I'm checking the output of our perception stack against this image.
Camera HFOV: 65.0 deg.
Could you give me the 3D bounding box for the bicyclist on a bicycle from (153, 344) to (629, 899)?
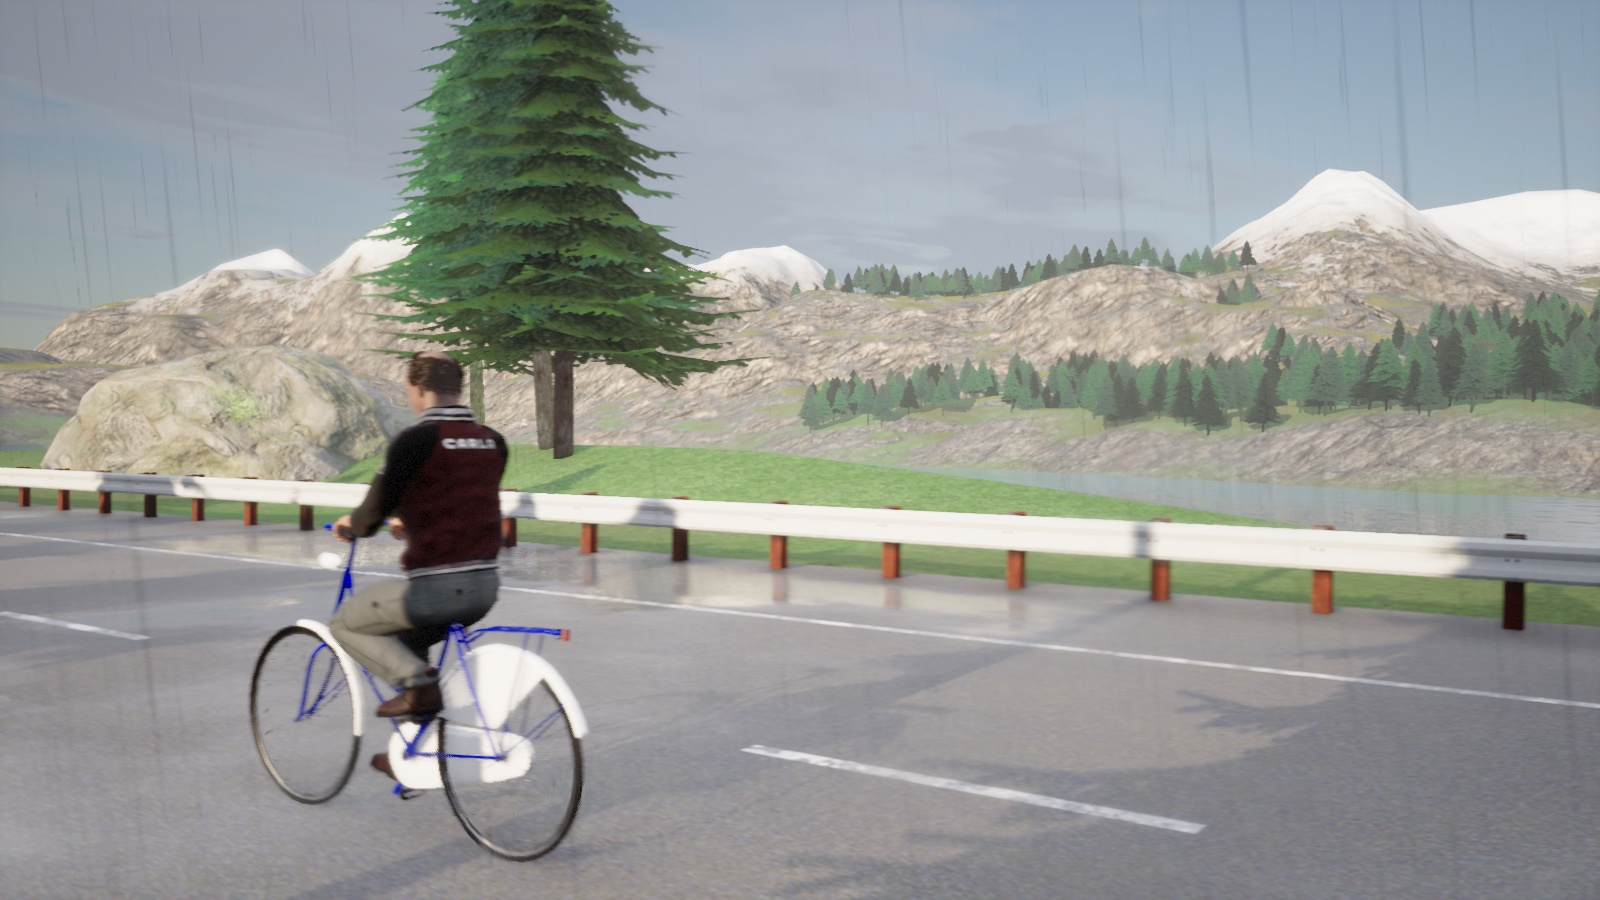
[{"bbox_3d":[-1.558,0.552,4.656,1.843,1.776,0.659,0,1,34],"label":"bicyclist on a bicycle"}]
